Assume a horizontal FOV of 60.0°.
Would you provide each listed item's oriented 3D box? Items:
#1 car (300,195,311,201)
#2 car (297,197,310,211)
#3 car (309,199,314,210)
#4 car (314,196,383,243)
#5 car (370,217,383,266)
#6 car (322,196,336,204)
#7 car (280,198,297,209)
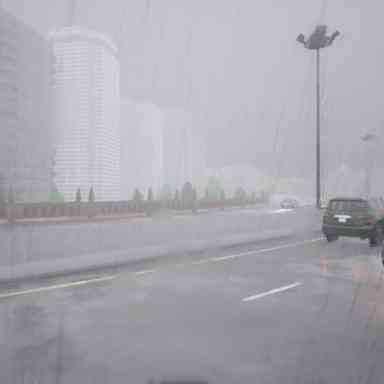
[{"bbox_3d":[27.370,1.422,80.359,1.994,1.385,4.181,0,0,9],"label":"car"},{"bbox_3d":[14.970,1.625,41.966,1.812,1.442,4.674,0,0,30],"label":"car"},{"bbox_3d":[13.699,1.553,33.481,1.882,1.535,5.008,0,0,34],"label":"car"},{"bbox_3d":[8.113,1.254,15.629,5.566,2.045,2.150,0,0,-45],"label":"car"},{"bbox_3d":[7.318,1.542,10.097,4.674,1.442,1.812,0,0,-42],"label":"car"},{"bbox_3d":[29.446,1.623,71.393,1.882,1.535,5.008,0,0,12],"label":"car"},{"bbox_3d":[13.839,1.609,47.159,2.128,1.511,4.902,0,0,28],"label":"car"}]
